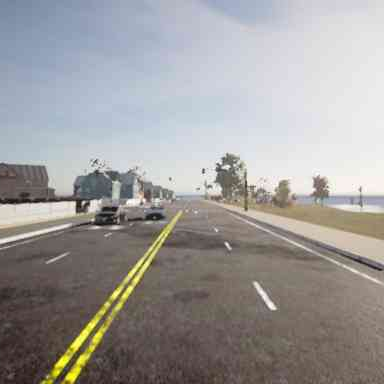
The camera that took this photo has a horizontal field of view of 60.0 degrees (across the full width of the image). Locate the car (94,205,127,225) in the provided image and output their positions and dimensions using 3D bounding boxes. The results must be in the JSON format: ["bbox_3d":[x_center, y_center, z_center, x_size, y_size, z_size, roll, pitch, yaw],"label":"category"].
[{"bbox_3d":[-6.589,1.846,27.291,1.837,1.490,4.892,0,-1,0],"label":"car"}]

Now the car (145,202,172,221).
[{"bbox_3d":[-3.335,1.953,32.377,2.033,1.411,5.357,0,-1,0],"label":"car"}]
